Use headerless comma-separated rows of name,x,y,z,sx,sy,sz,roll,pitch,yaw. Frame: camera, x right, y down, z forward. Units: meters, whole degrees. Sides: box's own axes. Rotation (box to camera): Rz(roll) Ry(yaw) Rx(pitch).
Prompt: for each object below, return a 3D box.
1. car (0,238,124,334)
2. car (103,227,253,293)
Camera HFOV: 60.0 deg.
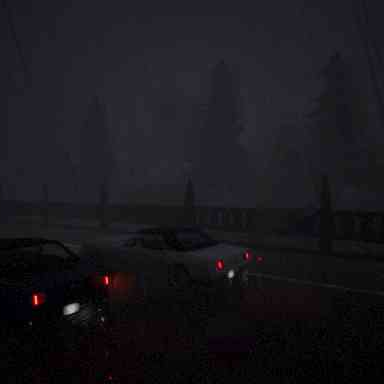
car,-3.753,1.598,6.668,4.718,1.301,1.895,0,0,35
car,-0.899,1.599,8.931,4.718,1.301,1.895,0,0,36
